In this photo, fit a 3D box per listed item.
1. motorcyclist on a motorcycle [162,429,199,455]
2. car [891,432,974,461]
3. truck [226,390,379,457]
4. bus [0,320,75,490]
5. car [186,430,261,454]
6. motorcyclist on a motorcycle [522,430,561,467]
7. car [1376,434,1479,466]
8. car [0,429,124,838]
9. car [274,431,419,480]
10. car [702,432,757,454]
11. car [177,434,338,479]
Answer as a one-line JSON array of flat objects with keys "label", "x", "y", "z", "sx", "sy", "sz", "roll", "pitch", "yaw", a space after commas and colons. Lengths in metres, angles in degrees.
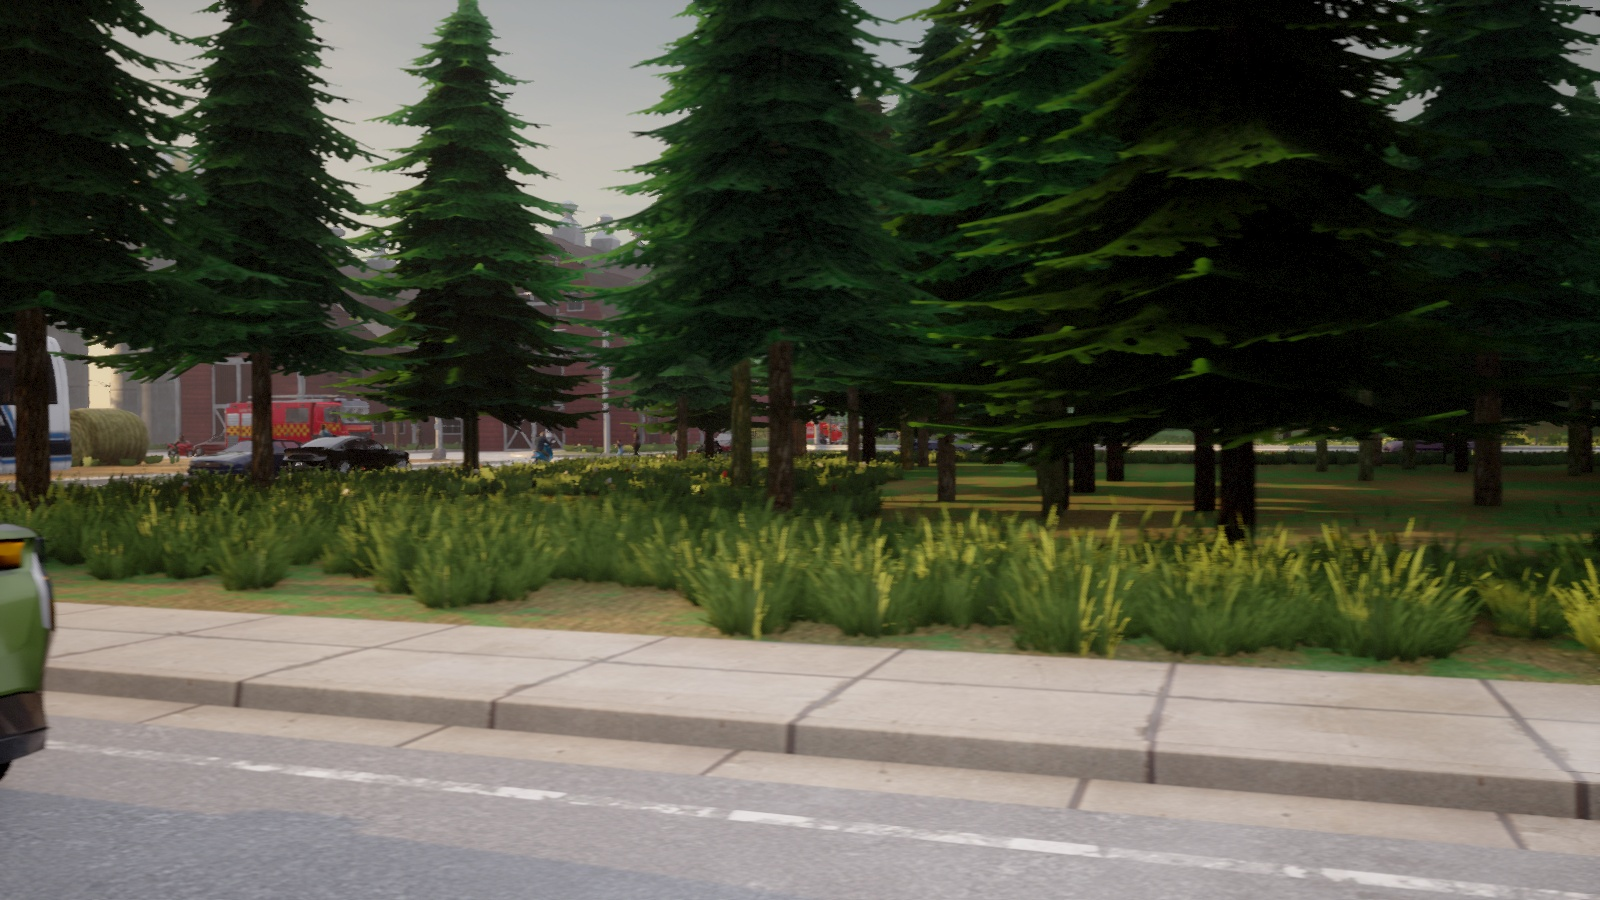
[{"label": "motorcyclist on a motorcycle", "x": -38.034, "y": -0.495, "z": 77.063, "sx": 2.044, "sy": 1.523, "sz": 0.797, "roll": 0, "pitch": 1, "yaw": 17}, {"label": "car", "x": 7.104, "y": -0.192, "z": 67.292, "sx": 4.193, "sy": 1.474, "sz": 1.816, "roll": 0, "pitch": 1, "yaw": 17}, {"label": "truck", "x": -29.505, "y": -1.584, "z": 74.509, "sx": 8.468, "sy": 3.827, "sz": 2.891, "roll": 0, "pitch": 1, "yaw": 17}, {"label": "bus", "x": -22.784, "y": -1.037, "z": 29.145, "sx": 3.944, "sy": 4.253, "sz": 10.273, "roll": 0, "pitch": 2, "yaw": 18}, {"label": "car", "x": -36.868, "y": -0.513, "z": 80.368, "sx": 4.193, "sy": 1.474, "sz": 1.816, "roll": 0, "pitch": 1, "yaw": 17}, {"label": "motorcyclist on a motorcycle", "x": -11.161, "y": -0.069, "z": 54.234, "sx": 0.866, "sy": 1.590, "sz": 1.817, "roll": 0, "pitch": 1, "yaw": 18}, {"label": "car", "x": 30.071, "y": -0.023, "z": 60.333, "sx": 4.193, "sy": 1.474, "sz": 1.816, "roll": 0, "pitch": 1, "yaw": 18}, {"label": "car", "x": -5.263, "y": 0.676, "z": 5.000, "sx": 4.514, "sy": 1.525, "sz": 2.007, "roll": 0, "pitch": 1, "yaw": 19}, {"label": "car", "x": -15.048, "y": 0.137, "z": 41.985, "sx": 1.882, "sy": 1.535, "sz": 5.008, "roll": 0, "pitch": 1, "yaw": 18}, {"label": "car", "x": -4.776, "y": -0.502, "z": 85.933, "sx": 2.163, "sy": 1.488, "sz": 4.792, "roll": 0, "pitch": 1, "yaw": 18}, {"label": "car", "x": -18.418, "y": 0.183, "z": 42.939, "sx": 2.033, "sy": 1.411, "sz": 5.357, "roll": 0, "pitch": 1, "yaw": 18}]
